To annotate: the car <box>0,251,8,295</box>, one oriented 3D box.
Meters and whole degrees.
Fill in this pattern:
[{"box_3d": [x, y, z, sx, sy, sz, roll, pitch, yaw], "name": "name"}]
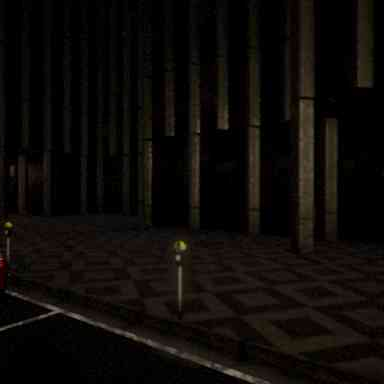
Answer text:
[{"box_3d": [-5.839, 1.411, 7.247, 4.097, 1.590, 1.967, 0, 0, 36], "name": "car"}]
